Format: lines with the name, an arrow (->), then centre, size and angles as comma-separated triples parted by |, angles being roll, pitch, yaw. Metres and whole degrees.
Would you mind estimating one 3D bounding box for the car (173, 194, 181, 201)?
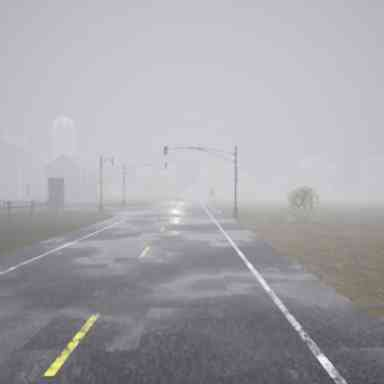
car -> -3.479, 1.299, 77.464 | 1.882, 1.535, 5.008 | 0, 0, 0
